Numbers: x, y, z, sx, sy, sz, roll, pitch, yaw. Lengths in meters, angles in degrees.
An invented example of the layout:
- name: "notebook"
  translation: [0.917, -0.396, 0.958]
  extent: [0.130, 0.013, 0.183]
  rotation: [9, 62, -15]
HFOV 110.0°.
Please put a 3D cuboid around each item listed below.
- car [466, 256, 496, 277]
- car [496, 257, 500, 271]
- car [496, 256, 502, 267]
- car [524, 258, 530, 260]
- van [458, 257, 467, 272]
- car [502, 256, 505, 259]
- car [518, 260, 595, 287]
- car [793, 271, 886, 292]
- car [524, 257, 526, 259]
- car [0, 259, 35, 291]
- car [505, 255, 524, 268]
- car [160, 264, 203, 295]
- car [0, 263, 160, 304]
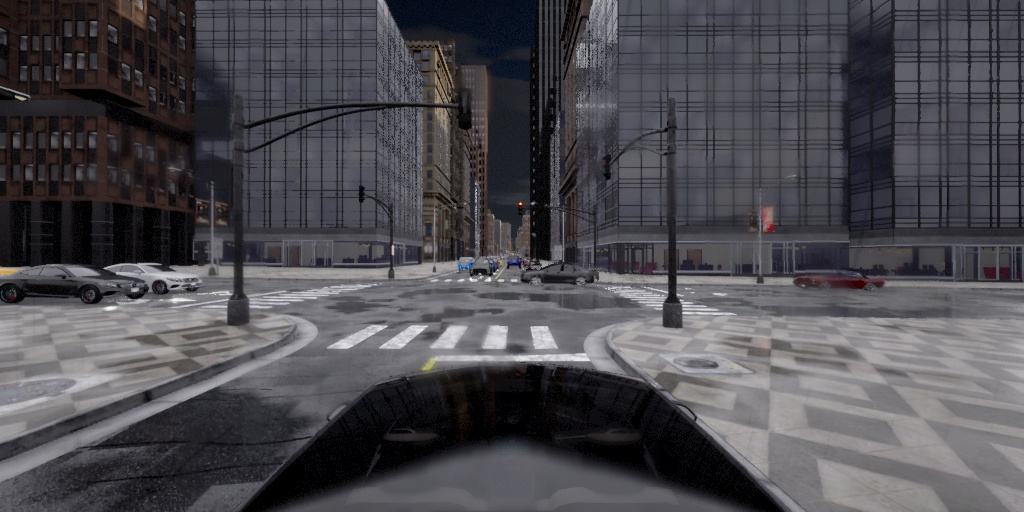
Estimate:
- name: "car"
  translation: [-2.966, 1.080, 35.508]
  extent: [2.097, 1.767, 4.553]
  rotation: [0, 0, 0]
- name: "car"
  translation: [-2.932, 1.195, 44.629]
  extent: [1.882, 1.535, 5.008]
  rotation: [0, 0, 1]
- name: "car"
  translation: [-2.876, 1.208, 54.094]
  extent: [1.837, 1.490, 4.892]
  rotation: [0, 0, 0]
- name: "car"
  translation: [2.834, 1.283, 44.673]
  extent: [1.948, 1.339, 4.313]
  rotation: [0, 0, 0]
- name: "van"
  translation: [-5.691, 1.058, 44.719]
  extent: [1.690, 1.789, 3.998]
  rotation: [0, 0, 0]
- name: "car"
  translation: [-2.792, 1.161, 63.943]
  extent: [1.882, 1.535, 5.008]
  rotation: [0, 0, 1]
- name: "car"
  translation: [3.035, 1.259, 23.978]
  extent: [4.892, 1.490, 1.837]
  rotation: [1, 0, 0]
- name: "car"
  translation: [21.654, 1.677, 23.898]
  extent: [4.718, 1.301, 1.895]
  rotation: [1, 0, 0]
- name: "car"
  translation: [2.926, 1.270, 61.621]
  extent: [1.802, 1.307, 4.207]
  rotation: [0, 0, 0]
- name: "car"
  translation: [-26.907, 0.887, 17.418]
  extent: [5.008, 1.535, 1.882]
  rotation: [1, 0, 1]
- name: "car"
  translation: [0.341, 0.914, 58.370]
  extent: [2.150, 2.045, 5.566]
  rotation: [0, 0, 0]
- name: "car"
  translation: [-17.762, 1.052, 17.377]
  extent: [4.674, 1.442, 1.812]
  rotation: [1, 0, 0]
- name: "car"
  translation: [-17.234, 1.047, 14.121]
  extent: [4.674, 1.442, 1.812]
  rotation: [1, 0, -1]
